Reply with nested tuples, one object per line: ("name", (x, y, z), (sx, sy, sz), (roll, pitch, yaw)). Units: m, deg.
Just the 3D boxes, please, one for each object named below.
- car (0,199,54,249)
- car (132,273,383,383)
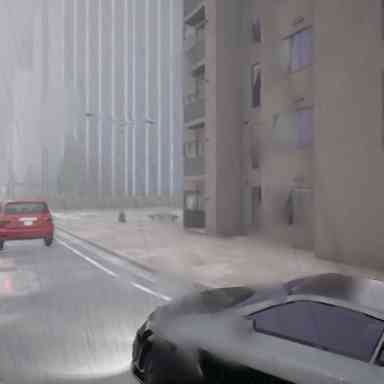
("car", (-7.945, 1.348, 15.463), (2.150, 2.045, 5.566), (0, -1, -33))
("car", (1.327, 1.588, 3.401), (4.181, 1.385, 1.994), (0, 0, 38))
